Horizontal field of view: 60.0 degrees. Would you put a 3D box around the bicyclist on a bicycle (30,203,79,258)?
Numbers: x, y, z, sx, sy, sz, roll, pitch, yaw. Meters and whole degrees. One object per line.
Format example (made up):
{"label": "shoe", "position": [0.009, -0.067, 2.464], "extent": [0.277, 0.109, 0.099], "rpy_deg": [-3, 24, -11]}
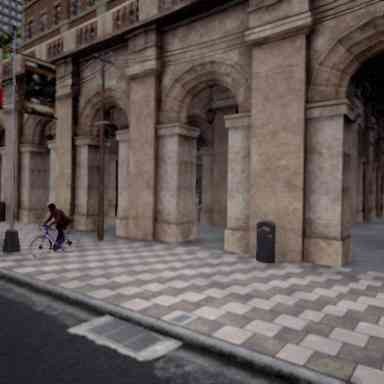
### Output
{"label": "bicyclist on a bicycle", "position": [-4.220, 1.180, 10.316], "extent": [0.582, 1.620, 1.656], "rpy_deg": [1, 1, 37]}
